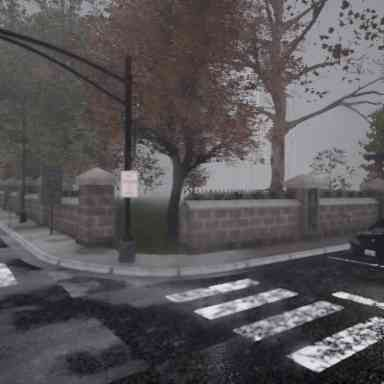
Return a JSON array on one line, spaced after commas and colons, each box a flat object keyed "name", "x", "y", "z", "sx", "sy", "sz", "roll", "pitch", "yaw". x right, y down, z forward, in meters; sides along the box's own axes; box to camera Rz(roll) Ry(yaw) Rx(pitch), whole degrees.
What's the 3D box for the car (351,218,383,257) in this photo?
[{"name": "car", "x": 7.453, "y": 1.567, "z": 11.869, "sx": 4.313, "sy": 1.339, "sz": 1.947, "roll": 0, "pitch": 0, "yaw": -35}]
